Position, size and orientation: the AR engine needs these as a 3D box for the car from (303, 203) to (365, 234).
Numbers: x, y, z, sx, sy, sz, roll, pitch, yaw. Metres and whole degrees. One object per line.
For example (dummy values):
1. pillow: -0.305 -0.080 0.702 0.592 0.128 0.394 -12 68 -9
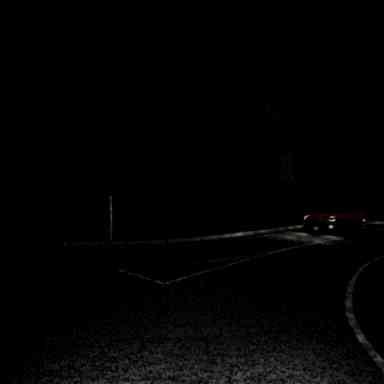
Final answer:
1. car: 8.727 1.497 20.391 4.553 1.767 2.097 0 0 -41

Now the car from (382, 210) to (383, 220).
1. car: 17.862 1.618 28.335 4.902 1.511 2.128 0 0 -42
